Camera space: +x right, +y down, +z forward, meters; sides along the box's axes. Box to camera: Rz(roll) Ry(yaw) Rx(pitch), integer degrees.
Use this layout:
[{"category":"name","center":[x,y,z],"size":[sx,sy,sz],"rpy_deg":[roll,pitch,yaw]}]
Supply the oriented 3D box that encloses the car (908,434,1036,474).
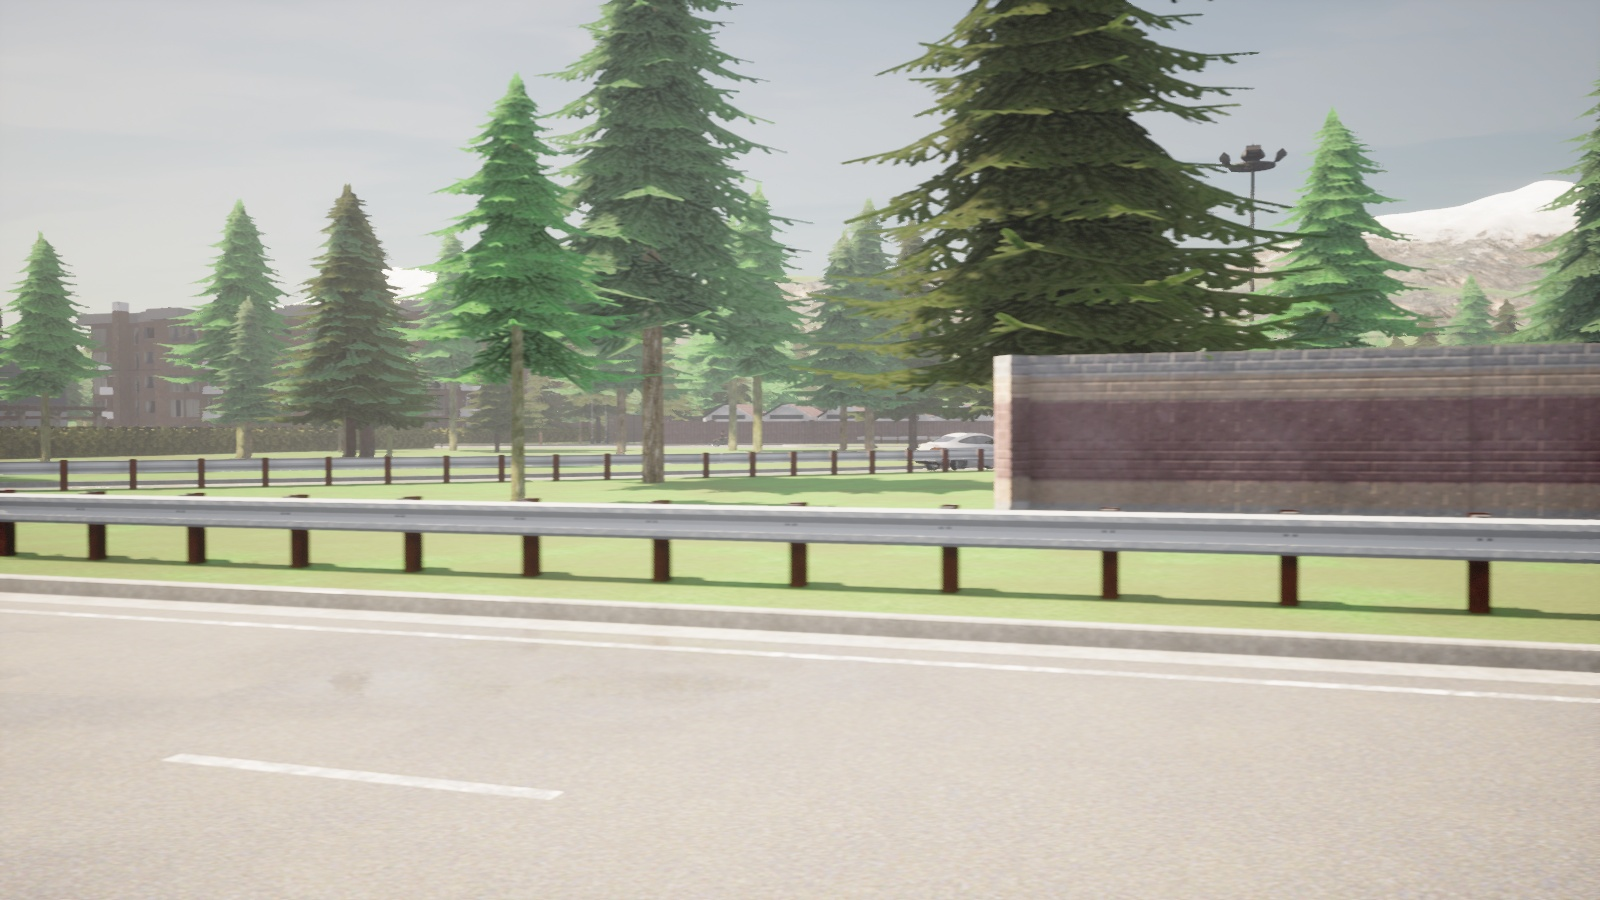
[{"category":"car","center":[6.543,0.115,47.584],"size":[4.674,1.442,1.812],"rpy_deg":[0,1,-31]}]
